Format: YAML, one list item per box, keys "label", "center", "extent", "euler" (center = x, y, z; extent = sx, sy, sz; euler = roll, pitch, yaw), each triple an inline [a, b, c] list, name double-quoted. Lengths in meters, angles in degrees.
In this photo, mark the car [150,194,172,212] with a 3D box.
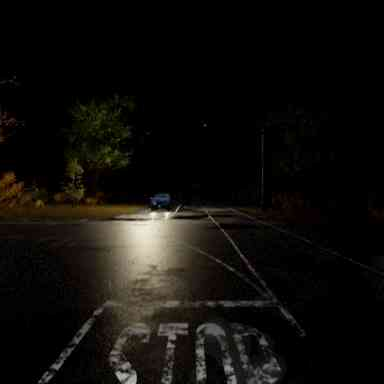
- label: "car"
  center: [-3.619, 1.225, 39.675]
  extent: [2.150, 2.045, 5.566]
  euler: [0, 0, 0]
